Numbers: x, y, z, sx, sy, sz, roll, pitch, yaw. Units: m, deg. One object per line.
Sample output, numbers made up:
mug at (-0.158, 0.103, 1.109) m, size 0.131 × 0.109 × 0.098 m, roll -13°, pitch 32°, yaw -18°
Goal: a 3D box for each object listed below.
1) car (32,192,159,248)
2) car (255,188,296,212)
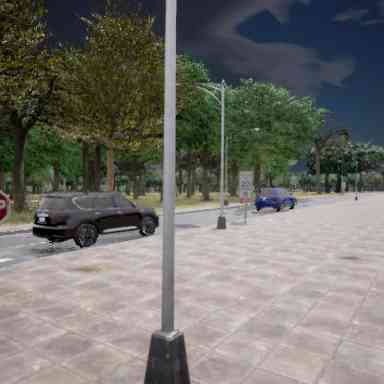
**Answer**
car at (-3.831, 1.024, 14.143) m, size 2.150 × 2.045 × 5.566 m, roll 1°, pitch 2°, yaw 36°
car at (7.689, 0.661, 30.292) m, size 2.150 × 2.045 × 5.566 m, roll 1°, pitch 2°, yaw 36°
